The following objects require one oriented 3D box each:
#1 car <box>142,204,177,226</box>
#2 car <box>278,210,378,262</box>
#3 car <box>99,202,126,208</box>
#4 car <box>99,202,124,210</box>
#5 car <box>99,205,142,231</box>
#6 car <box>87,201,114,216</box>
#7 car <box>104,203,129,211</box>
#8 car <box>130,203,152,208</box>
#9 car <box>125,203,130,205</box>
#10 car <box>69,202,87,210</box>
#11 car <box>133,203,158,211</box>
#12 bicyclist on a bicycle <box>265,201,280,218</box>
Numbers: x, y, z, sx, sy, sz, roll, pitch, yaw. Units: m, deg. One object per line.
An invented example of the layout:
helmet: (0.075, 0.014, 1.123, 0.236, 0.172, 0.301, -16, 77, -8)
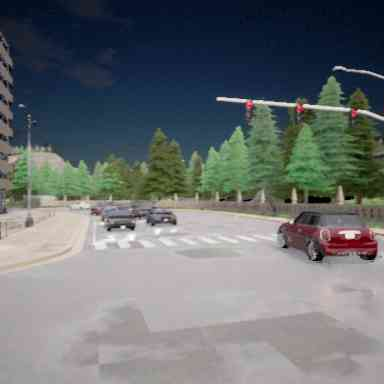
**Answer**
car: (-2.519, 1.964, 26.978, 1.994, 1.385, 4.181, 0, -1, -16)
car: (4.910, 1.470, 12.781, 2.097, 1.767, 4.553, -1, -1, -4)
car: (-7.940, 2.065, 32.919, 1.812, 1.442, 4.674, 0, -1, -17)
car: (-15.249, 2.564, 62.762, 4.892, 1.490, 1.837, -1, -1, 33)
car: (-5.256, 1.925, 23.870, 2.033, 1.411, 5.357, 0, -1, -18)
car: (-11.411, 2.064, 42.215, 2.097, 1.767, 4.553, 0, -1, -29)
car: (-12.755, 2.533, 55.908, 4.718, 1.301, 1.895, -1, -1, 45)
car: (-5.110, 2.105, 35.776, 2.033, 1.411, 5.357, 0, -1, -17)
car: (-9.136, 2.230, 45.323, 2.128, 1.511, 4.902, 0, -1, -30)
car: (-20.777, 2.622, 61.957, 4.674, 1.442, 1.812, -1, -1, 31)
car: (-7.800, 2.486, 55.729, 1.895, 1.301, 4.718, 0, -1, -40)
bicyclist on a bicycle: (7.624, 1.681, 31.587, 1.656, 1.620, 0.582, -1, -1, -16)
